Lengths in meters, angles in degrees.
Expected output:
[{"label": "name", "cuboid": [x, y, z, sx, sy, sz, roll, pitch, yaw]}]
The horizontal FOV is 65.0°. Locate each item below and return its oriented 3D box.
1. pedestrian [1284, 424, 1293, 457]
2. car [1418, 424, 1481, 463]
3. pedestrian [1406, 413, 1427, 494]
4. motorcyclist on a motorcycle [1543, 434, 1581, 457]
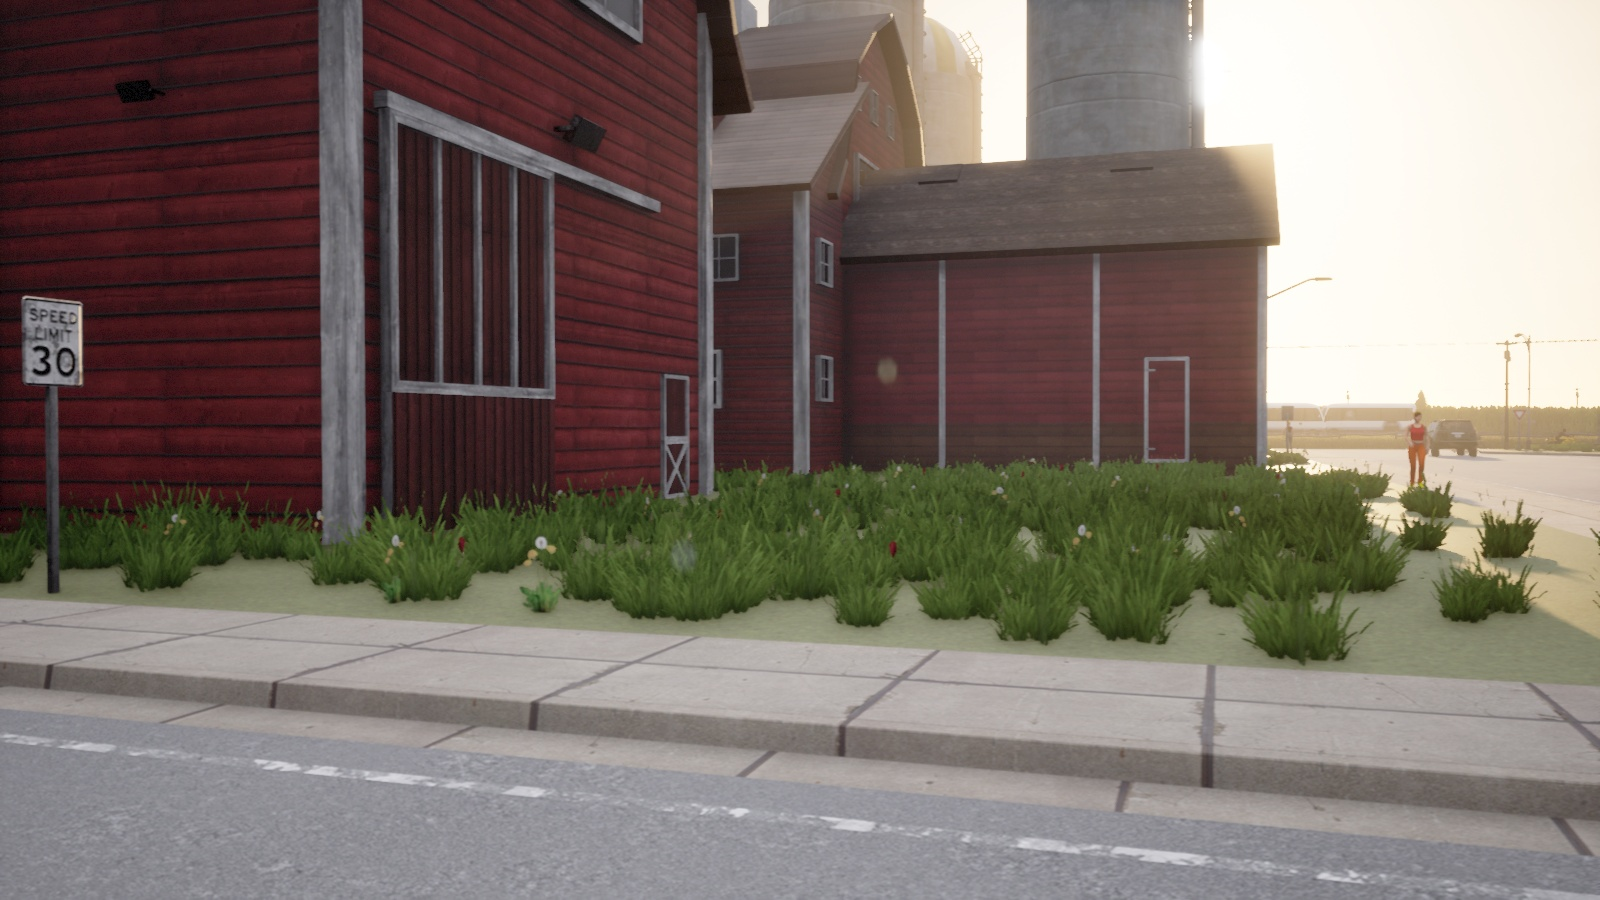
[{"label": "pedestrian", "cuboid": [27.029, -0.523, 69.497, 0.345, 1.836, 0.594, 0, 1, 7]}, {"label": "car", "cuboid": [35.862, -0.409, 69.521, 2.150, 2.045, 5.566, 1, 1, 18]}, {"label": "pedestrian", "cuboid": [14.156, 0.081, 28.832, 0.345, 1.836, 0.594, 1, 1, 18]}, {"label": "motorcyclist on a motorcycle", "cuboid": [51.602, -0.313, 85.019, 2.044, 1.523, 0.797, 1, 1, 18]}]
